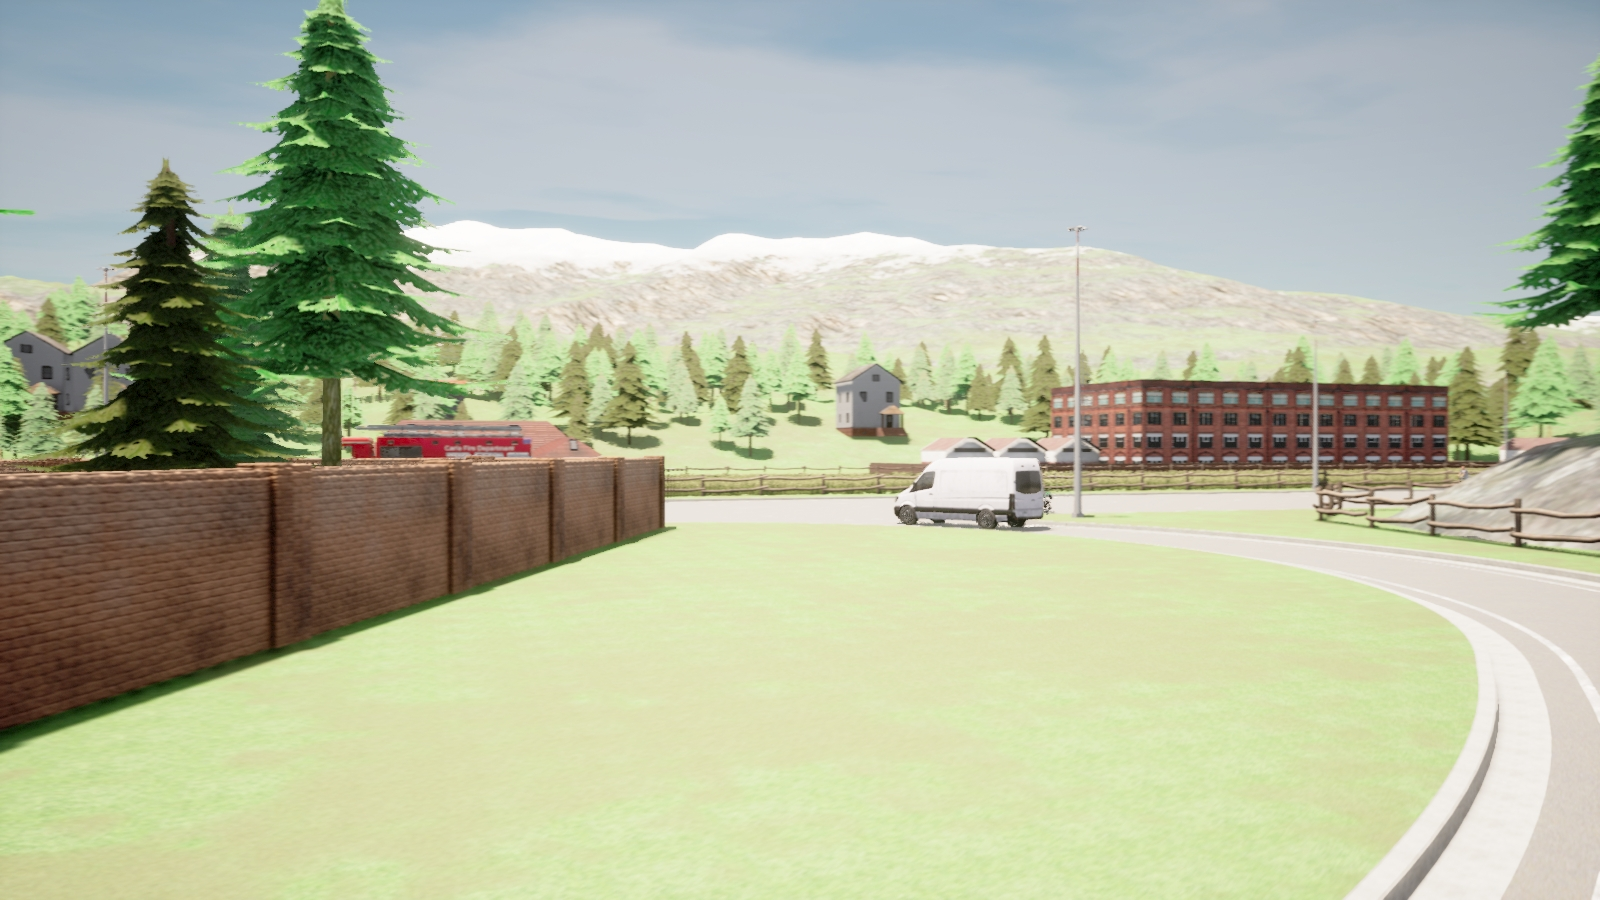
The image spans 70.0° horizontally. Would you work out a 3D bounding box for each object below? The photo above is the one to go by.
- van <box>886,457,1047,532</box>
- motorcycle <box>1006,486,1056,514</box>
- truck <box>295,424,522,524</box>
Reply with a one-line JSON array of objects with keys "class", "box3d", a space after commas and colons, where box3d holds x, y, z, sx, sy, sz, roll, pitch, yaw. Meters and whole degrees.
[{"class": "van", "box3d": [6.087, 1.572, 42.418, 1.988, 2.561, 5.915, 0, 0, -44]}, {"class": "motorcycle", "box3d": [10.345, 2.230, 51.148, 2.033, 1.199, 0.803, 0, 0, -18]}, {"class": "truck", "box3d": [-15.735, 0.939, 46.428, 8.468, 3.827, 2.891, 0, 0, -18]}]
